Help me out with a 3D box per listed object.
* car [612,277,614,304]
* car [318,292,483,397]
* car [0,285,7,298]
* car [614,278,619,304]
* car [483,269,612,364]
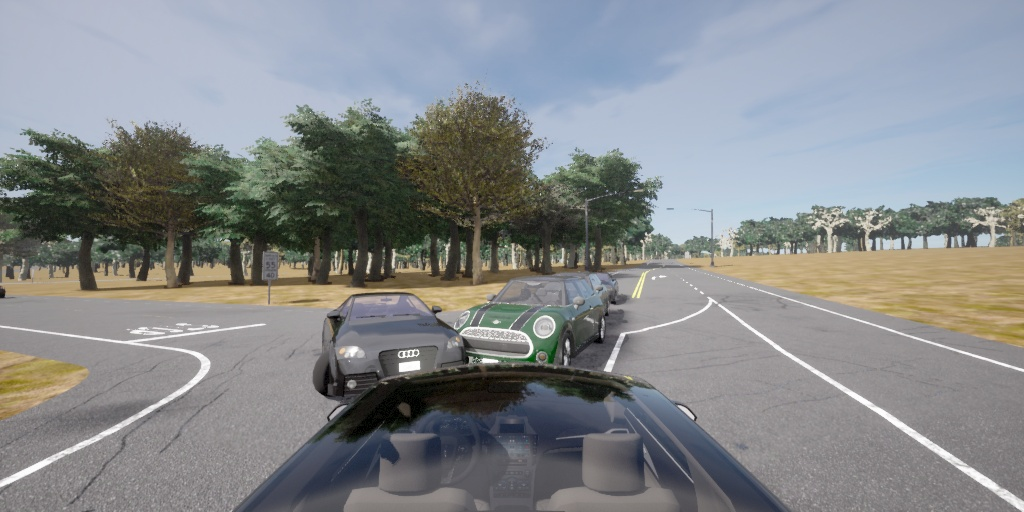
[{"bbox_3d":[2.024,1.344,12.134,2.097,1.767,4.553,-1,-1,21],"label":"car"},{"bbox_3d":[-2.354,1.376,6.616,1.994,1.385,4.181,1,-2,-29],"label":"car"},{"bbox_3d":[-40.860,2.561,27.378,4.181,1.385,1.994,-2,-3,22],"label":"car"},{"bbox_3d":[4.217,1.509,17.861,1.994,1.385,4.181,-1,0,19],"label":"car"},{"bbox_3d":[0.617,1.218,7.821,2.097,1.767,4.553,-1,-2,26],"label":"car"}]
